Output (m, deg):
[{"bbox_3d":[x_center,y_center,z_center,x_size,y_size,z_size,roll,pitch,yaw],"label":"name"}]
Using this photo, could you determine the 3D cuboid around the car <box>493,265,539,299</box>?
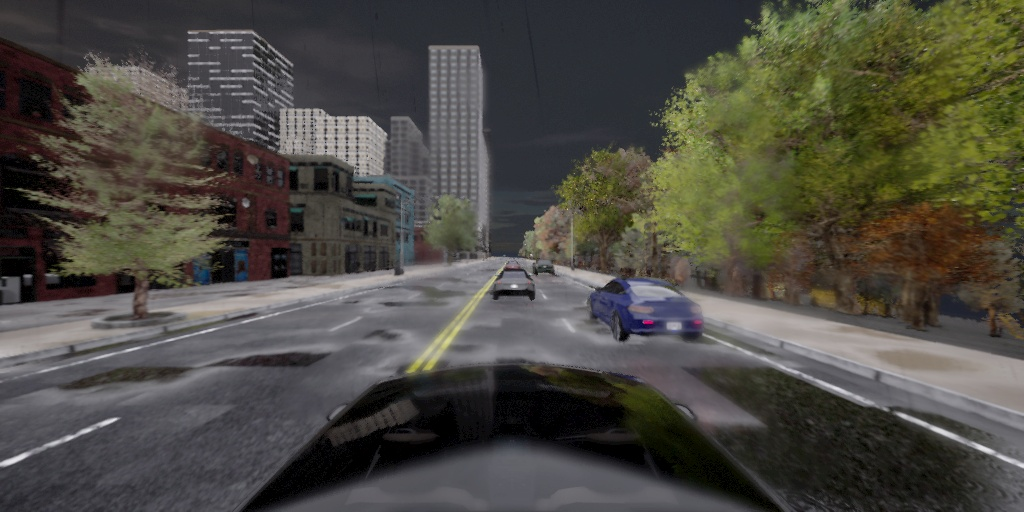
[{"bbox_3d":[0.102,1.317,18.043,1.994,1.385,4.181,0,0,0],"label":"car"}]

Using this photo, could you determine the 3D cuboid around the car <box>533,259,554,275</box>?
[{"bbox_3d":[3.356,1.106,39.096,2.097,1.767,4.553,0,0,0],"label":"car"}]

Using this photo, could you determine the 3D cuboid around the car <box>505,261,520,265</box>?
[{"bbox_3d":[0.107,1.318,46.703,1.994,1.385,4.181,0,0,0],"label":"car"}]

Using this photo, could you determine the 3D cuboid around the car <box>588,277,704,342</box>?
[{"bbox_3d":[3.350,1.278,9.705,1.812,1.442,4.674,0,0,0],"label":"car"}]
